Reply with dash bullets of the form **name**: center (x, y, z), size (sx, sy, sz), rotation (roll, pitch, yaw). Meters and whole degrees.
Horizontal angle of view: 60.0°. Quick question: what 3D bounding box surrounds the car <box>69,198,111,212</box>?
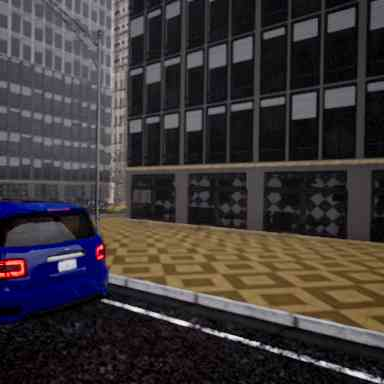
- **car**: center (-12.791, 1.603, 41.884), size (1.837, 1.490, 4.892), rotation (1, 0, 37)

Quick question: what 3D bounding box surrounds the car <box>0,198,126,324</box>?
- **car**: center (-4.085, 1.197, 6.601), size (5.566, 2.045, 2.150), rotation (0, 0, 35)

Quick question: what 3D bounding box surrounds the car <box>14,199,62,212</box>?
- **car**: center (-18.014, 1.528, 39.191), size (1.752, 1.417, 4.829), rotation (1, 0, 36)

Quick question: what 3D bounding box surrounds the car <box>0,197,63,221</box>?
- **car**: center (-14.520, 1.430, 29.814), size (2.192, 1.841, 5.009), rotation (1, 0, 36)

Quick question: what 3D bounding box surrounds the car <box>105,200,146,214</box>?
- **car**: center (-7.719, 1.742, 39.023), size (1.752, 1.417, 4.829), rotation (1, 0, 36)
